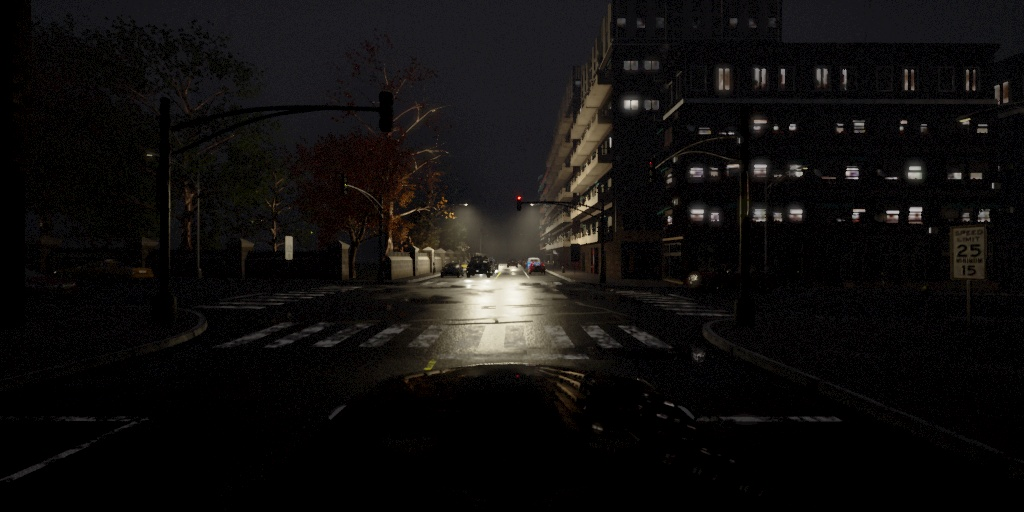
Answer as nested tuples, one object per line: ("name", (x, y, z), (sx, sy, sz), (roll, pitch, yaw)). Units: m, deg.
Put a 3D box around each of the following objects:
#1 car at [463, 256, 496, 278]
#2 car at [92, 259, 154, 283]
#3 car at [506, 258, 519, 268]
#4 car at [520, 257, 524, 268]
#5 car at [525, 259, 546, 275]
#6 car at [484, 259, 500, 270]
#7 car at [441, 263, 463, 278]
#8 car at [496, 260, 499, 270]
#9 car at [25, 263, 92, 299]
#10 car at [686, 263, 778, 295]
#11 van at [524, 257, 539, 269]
("car", (-3.036, 0.986, 34.662), (2.150, 2.045, 5.566), (0, 0, 1))
("car", (-24.713, 0.883, 21.700), (4.829, 1.417, 1.751), (0, 0, 0))
("car", (0.093, 1.304, 62.667), (1.837, 1.490, 4.892), (0, 0, 0))
("car", (2.775, 1.230, 56.884), (1.967, 1.591, 4.097), (0, 0, 0))
("car", (2.749, 1.314, 39.993), (1.888, 1.381, 4.507), (0, 0, 0))
("car", (-3.008, 1.279, 55.013), (2.128, 1.511, 4.902), (0, 0, 0))
("car", (-5.640, 1.330, 34.376), (1.948, 1.339, 4.313), (0, 0, 0))
("car", (-3.032, 1.322, 44.914), (2.033, 1.411, 5.357), (0, 0, 0))
("car", (-18.945, 1.007, 13.365), (4.207, 1.307, 1.802), (0, 0, 0))
("car", (13.480, 1.353, 22.005), (5.009, 1.841, 2.192), (0, 0, 0))
("van", (2.758, 1.116, 45.623), (1.690, 1.789, 3.998), (0, 0, 0))
